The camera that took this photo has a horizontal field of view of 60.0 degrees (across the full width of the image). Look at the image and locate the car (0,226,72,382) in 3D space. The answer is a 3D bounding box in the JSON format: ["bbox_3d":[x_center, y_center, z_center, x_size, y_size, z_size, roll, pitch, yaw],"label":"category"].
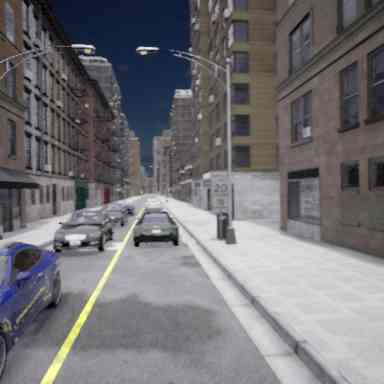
[{"bbox_3d":[-3.388,1.583,5.248,1.812,1.442,4.674,-1,0,-9],"label":"car"}]

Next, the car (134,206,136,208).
[{"bbox_3d":[-6.728,1.710,33.519,1.895,1.301,4.718,-1,0,-6],"label":"car"}]

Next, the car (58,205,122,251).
[{"bbox_3d":[-4.474,1.567,14.357,2.128,1.511,4.902,-1,0,-7],"label":"car"}]

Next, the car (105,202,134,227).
[{"bbox_3d":[-5.589,1.584,23.704,2.128,1.511,4.902,-1,0,-7],"label":"car"}]

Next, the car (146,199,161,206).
[{"bbox_3d":[-4.831,1.598,41.910,1.812,1.442,4.674,-1,0,-7],"label":"car"}]

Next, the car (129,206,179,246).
[{"bbox_3d":[-1.686,1.593,15.637,1.994,1.385,4.181,-1,0,-6],"label":"car"}]
